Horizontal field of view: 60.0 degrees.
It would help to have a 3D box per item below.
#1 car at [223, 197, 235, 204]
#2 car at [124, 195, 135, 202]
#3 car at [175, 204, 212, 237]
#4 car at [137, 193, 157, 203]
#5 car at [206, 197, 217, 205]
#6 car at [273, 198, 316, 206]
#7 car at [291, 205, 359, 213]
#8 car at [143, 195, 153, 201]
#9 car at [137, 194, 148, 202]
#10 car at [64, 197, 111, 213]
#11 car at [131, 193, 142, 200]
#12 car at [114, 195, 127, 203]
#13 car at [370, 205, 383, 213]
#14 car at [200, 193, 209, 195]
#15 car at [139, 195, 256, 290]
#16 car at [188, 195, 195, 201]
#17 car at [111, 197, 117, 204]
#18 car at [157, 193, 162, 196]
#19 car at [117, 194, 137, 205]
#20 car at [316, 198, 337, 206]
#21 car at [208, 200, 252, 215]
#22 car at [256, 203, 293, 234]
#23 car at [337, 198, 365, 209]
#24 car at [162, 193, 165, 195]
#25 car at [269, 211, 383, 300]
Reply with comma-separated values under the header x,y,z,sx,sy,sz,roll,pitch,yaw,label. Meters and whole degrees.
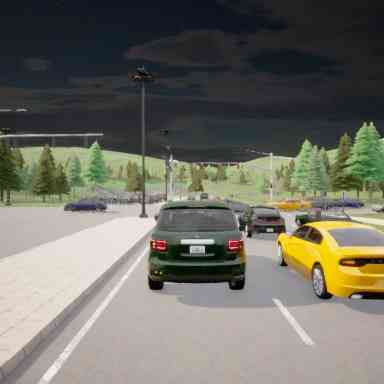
x,y,z,sx,sy,sz,roll,pitch,yaw,label
6.945,1.600,63.216,1.895,1.301,4.718,0,0,1,car
-15.105,1.478,80.675,1.882,1.535,5.008,0,0,0,car
0.079,1.505,19.069,1.837,1.490,4.892,0,0,0,car
-8.142,1.491,60.537,2.128,1.511,4.902,0,0,0,car
3.435,1.601,59.484,1.895,1.301,4.718,0,0,1,car
11.099,1.477,38.095,5.008,1.535,1.882,0,0,3,car
7.080,1.601,17.864,1.895,1.301,4.718,0,0,0,car
-11.613,1.552,88.158,1.994,1.385,4.181,0,0,0,car
-11.602,1.355,78.146,2.097,1.767,4.553,0,0,0,car
-11.689,1.352,36.781,4.553,1.767,2.097,0,0,-3,car
-15.106,1.224,91.217,2.150,2.045,5.566,0,0,0,car
-15.091,1.500,70.287,1.837,1.490,4.892,0,0,0,car
21.215,1.600,34.390,4.718,1.301,1.895,0,0,1,car
3.393,1.225,91.234,2.150,2.045,5.566,0,0,1,car
0.091,1.221,9.212,2.150,2.045,5.566,0,0,0,car
-0.113,1.552,89.857,1.994,1.385,4.181,0,0,0,car
-15.132,1.564,61.615,1.994,1.385,4.181,0,0,0,car
-8.090,1.355,69.618,2.097,1.767,4.553,0,0,0,car
-11.687,1.526,60.189,1.812,1.442,4.674,0,0,1,car
14.988,1.492,41.616,4.902,1.511,2.128,0,0,4,car
3.862,1.564,34.080,4.181,1.385,1.994,0,0,-3,car
3.580,1.505,17.691,1.837,1.490,4.892,0,0,0,car
20.779,1.526,44.897,4.674,1.442,1.812,0,0,1,car
-8.102,1.552,78.126,1.994,1.385,4.181,0,0,0,car
3.589,1.478,8.466,1.882,1.535,5.008,0,0,0,car
